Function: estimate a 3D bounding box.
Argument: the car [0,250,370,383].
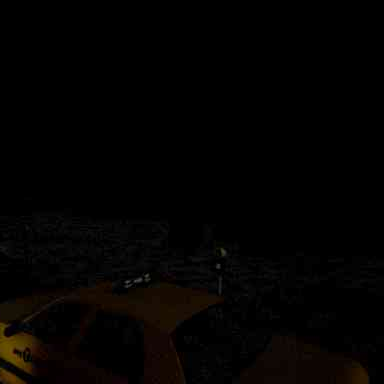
[{"bbox_3d":[-0.785,1.525,3.526,4.829,1.417,1.752,0,0,36],"label":"car"}]
